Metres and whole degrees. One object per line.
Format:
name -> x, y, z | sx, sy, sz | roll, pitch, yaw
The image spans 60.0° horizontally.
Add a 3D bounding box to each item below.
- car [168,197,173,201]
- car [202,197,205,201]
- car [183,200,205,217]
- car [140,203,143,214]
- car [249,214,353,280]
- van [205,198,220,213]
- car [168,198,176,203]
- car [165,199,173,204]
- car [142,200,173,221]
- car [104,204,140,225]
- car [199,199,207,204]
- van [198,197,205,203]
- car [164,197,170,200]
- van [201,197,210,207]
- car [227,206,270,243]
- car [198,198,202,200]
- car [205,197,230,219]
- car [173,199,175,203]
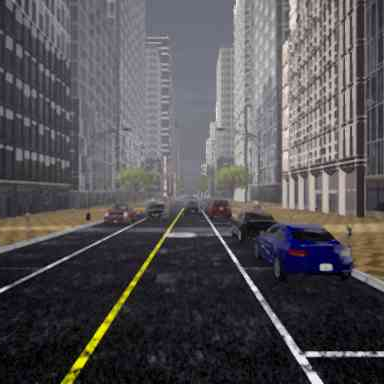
car -> -5.685, 2.150, 72.176 | 1.967, 1.590, 4.097 | -1, -1, 0
car -> 2.687, 1.692, 38.076 | 2.192, 1.841, 5.009 | -1, -1, 0
car -> 0.086, 1.920, 35.894 | 1.994, 1.385, 4.181 | 0, -1, 0
car -> -5.691, 1.902, 37.905 | 1.752, 1.417, 4.829 | -1, -1, 0
car -> 3.151, 1.627, 10.121 | 1.812, 1.442, 4.674 | 0, -1, 0
van -> 2.689, 1.774, 43.758 | 1.690, 1.788, 3.998 | -1, -1, 0
car -> -5.680, 2.511, 94.909 | 1.802, 1.307, 4.206 | -1, -1, 0
car -> -5.683, 2.402, 83.541 | 1.802, 1.307, 4.206 | -1, -1, 0
car -> -3.093, 1.810, 30.707 | 1.837, 1.490, 4.892 | 0, -1, 0
car -> -5.694, 1.706, 26.708 | 1.967, 1.590, 4.097 | -1, -1, 0
car -> 2.698, 2.370, 83.540 | 2.008, 1.369, 4.403 | -1, -1, 0
van -> 2.698, 2.269, 94.909 | 1.690, 1.788, 3.998 | -1, -1, 0
car -> -5.687, 2.151, 60.808 | 2.008, 1.369, 4.403 | -1, -1, 0
van -> 2.693, 1.995, 66.491 | 1.690, 1.788, 3.998 | -1, -1, 0
car -> 3.149, 1.675, 17.121 | 1.837, 1.490, 4.892 | 0, -1, 0
car -> 0.050, 1.968, 46.661 | 1.837, 1.490, 4.892 | 0, 0, 1
car -> 2.686, 1.636, 32.392 | 2.192, 1.841, 5.009 | -1, -1, 0
car -> -5.686, 2.080, 77.860 | 2.192, 1.841, 5.009 | -1, -1, 0
